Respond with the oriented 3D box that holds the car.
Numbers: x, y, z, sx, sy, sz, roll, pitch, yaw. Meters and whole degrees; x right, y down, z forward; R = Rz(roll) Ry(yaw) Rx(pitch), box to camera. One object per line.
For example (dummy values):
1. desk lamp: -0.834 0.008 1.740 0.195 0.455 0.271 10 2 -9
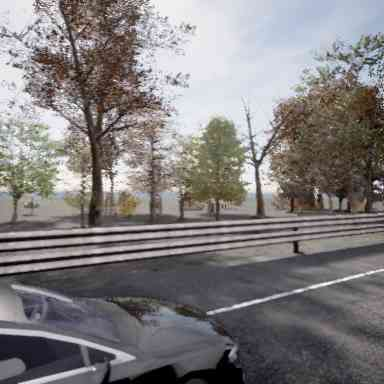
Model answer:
1. car: -1.721 1.488 2.501 4.902 1.511 2.128 1 0 -36
